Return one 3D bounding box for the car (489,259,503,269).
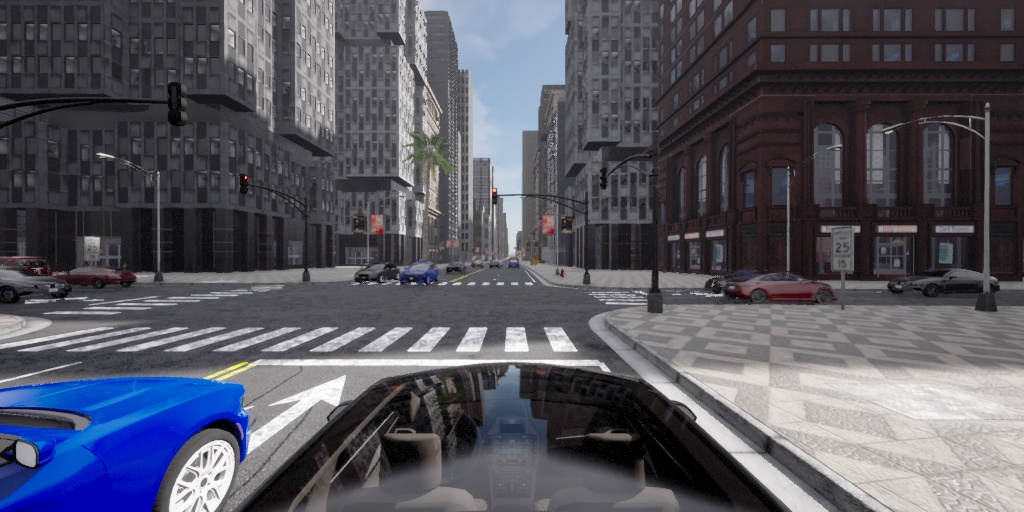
[{"bbox_3d":[-2.951,1.438,62.490,1.837,1.490,4.892,0,0,0],"label":"car"}]

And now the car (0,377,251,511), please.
[{"bbox_3d":[-3.156,1.228,1.000,1.882,1.535,5.008,0,0,0],"label":"car"}]

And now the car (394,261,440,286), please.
[{"bbox_3d":[-6.478,1.223,25.641,1.882,1.535,5.008,0,-1,0],"label":"car"}]

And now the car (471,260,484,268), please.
[{"bbox_3d":[-6.225,1.427,64.464,1.882,1.535,5.008,0,-1,1],"label":"car"}]

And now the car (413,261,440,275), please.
[{"bbox_3d":[-9.658,1.302,40.843,1.837,1.490,4.892,0,-1,0],"label":"car"}]

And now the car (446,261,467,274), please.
[{"bbox_3d":[-6.405,1.399,41.437,1.895,1.301,4.718,0,0,0],"label":"car"}]

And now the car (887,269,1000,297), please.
[{"bbox_3d":[22.933,1.390,19.103,4.674,1.442,1.812,0,0,0],"label":"car"}]

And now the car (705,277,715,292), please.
[{"bbox_3d":[12.704,1.381,19.164,4.181,1.385,1.994,0,0,0],"label":"car"}]

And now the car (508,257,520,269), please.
[{"bbox_3d":[0.343,1.408,62.167,1.882,1.535,5.008,0,0,1],"label":"car"}]

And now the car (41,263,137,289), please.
[{"bbox_3d":[-24.973,1.231,21.379,4.207,1.307,1.802,0,0,-1],"label":"car"}]

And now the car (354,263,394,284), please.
[{"bbox_3d":[-10.020,1.261,27.141,1.837,1.490,4.892,0,0,5],"label":"car"}]

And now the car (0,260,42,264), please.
[{"bbox_3d":[-28.401,1.129,18.709,5.008,1.535,1.882,0,0,0],"label":"car"}]

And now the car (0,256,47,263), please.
[{"bbox_3d":[-30.612,0.944,21.320,5.009,1.841,2.192,0,0,-1],"label":"car"}]

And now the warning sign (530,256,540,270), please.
[{"bbox_3d":[3.074,0.941,47.326,1.300,1.860,1.060,0,0,0],"label":"warning sign"}]

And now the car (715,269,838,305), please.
[{"bbox_3d":[11.942,1.395,16.141,4.181,1.385,1.994,0,0,2],"label":"car"}]

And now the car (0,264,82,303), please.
[{"bbox_3d":[-22.282,1.215,15.637,4.674,1.442,1.812,0,0,1],"label":"car"}]
